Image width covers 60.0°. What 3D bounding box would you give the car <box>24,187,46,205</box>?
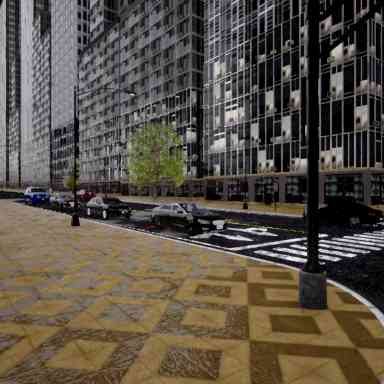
[{"bbox_3d":[-18.866,0.433,40.572,2.150,2.045,5.566,0,1,-38],"label":"car"}]

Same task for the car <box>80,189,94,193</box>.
[{"bbox_3d":[-17.741,0.352,55.208,2.097,1.767,4.553,0,1,-39],"label":"car"}]

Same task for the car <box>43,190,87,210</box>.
[{"bbox_3d":[-12.347,0.899,32.167,2.128,1.511,4.902,0,1,-38],"label":"car"}]

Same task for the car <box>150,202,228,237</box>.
[{"bbox_3d":[-0.268,1.257,16.776,2.128,1.511,4.902,0,1,-38],"label":"car"}]

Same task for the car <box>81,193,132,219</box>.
[{"bbox_3d":[-6.111,1.097,24.208,1.837,1.490,4.892,0,1,-38],"label":"car"}]

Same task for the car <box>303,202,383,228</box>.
[{"bbox_3d":[9.248,1.331,20.633,1.812,1.442,4.674,-1,1,-39],"label":"car"}]
